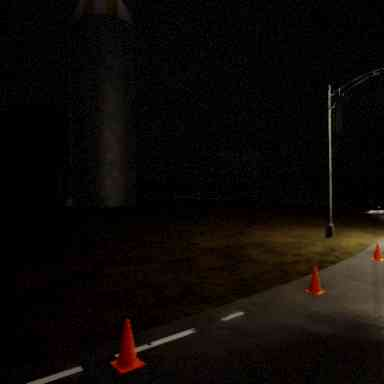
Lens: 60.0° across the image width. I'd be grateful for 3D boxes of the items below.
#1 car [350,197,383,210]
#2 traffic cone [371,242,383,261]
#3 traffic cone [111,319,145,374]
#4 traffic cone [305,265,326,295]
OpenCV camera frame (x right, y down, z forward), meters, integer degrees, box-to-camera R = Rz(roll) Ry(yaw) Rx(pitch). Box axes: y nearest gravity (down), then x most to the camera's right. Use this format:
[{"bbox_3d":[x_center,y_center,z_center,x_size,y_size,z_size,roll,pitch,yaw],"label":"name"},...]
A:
[{"bbox_3d":[20.503,1.315,38.964,2.033,1.411,5.357,-1,0,1],"label":"car"},{"bbox_3d":[6.098,1.926,10.923,0.340,0.580,0.340,-1,0,42],"label":"traffic cone"},{"bbox_3d":[-0.843,1.970,4.365,0.340,0.580,0.340,0,0,-38],"label":"traffic cone"},{"bbox_3d":[2.773,1.952,7.491,0.340,0.580,0.340,0,0,-43],"label":"traffic cone"}]
